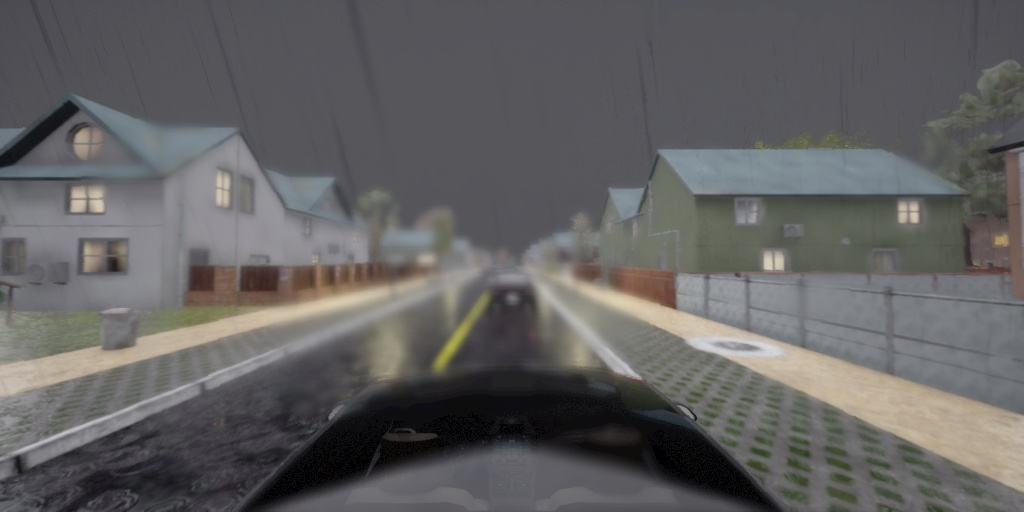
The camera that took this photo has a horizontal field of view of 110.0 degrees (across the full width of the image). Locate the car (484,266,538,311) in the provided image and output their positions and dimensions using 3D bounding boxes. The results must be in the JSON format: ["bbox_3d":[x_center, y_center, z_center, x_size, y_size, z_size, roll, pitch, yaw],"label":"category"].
[{"bbox_3d":[0.052,1.390,15.343,1.882,1.535,5.008,0,0,0],"label":"car"}]

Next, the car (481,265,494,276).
[{"bbox_3d":[-2.803,1.898,45.815,1.994,1.385,4.181,0,-1,1],"label":"car"}]
